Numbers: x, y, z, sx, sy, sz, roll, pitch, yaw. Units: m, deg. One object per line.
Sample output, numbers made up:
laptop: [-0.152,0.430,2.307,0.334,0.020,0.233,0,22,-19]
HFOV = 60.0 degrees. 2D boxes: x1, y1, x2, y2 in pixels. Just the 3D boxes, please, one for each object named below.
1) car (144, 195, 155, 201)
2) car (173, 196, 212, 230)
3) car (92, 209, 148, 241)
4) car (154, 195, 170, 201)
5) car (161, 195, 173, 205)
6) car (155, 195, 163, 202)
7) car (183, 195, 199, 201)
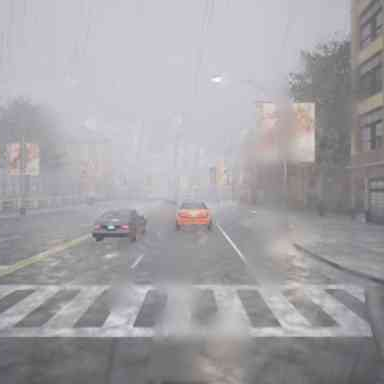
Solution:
car: [-9.957,1.430,81.340,2.002,1.452,4.674,0,0,20]
car: [0.104,1.331,21.118,2.097,1.767,4.553,0,0,0]
car: [-3.411,1.529,16.513,2.033,1.411,5.357,0,0,0]
car: [-7.796,1.502,86.648,1.895,1.301,4.718,0,0,30]
car: [-3.475,1.543,54.791,1.895,1.301,4.718,0,0,0]
car: [-5.926,1.476,71.833,1.994,1.385,4.181,0,0,10]
car: [-0.194,1.507,86.722,1.895,1.301,4.718,0,0,30]
